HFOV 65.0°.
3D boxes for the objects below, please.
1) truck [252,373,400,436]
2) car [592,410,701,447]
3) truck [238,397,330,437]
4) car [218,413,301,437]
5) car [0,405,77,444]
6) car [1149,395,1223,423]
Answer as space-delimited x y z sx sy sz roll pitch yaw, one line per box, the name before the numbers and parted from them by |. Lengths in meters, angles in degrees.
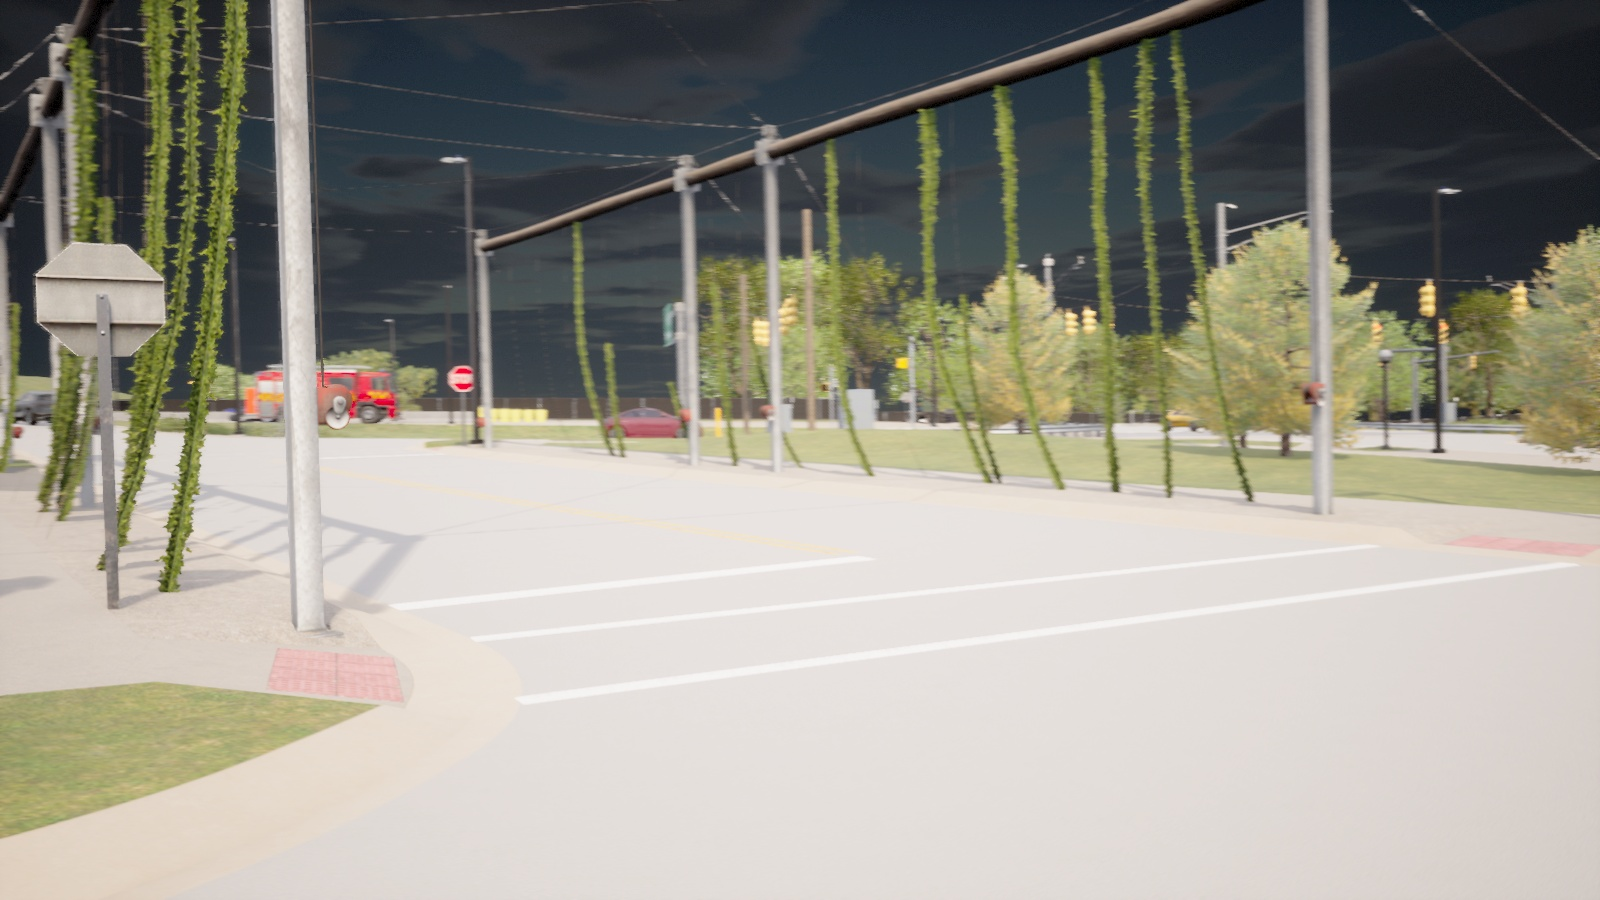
truck | -30.524 -2.915 81.178 8.468 3.827 2.891 -2 1 -11
car | -6.184 -0.879 50.316 4.181 1.385 1.994 -1 1 -11
truck | -34.473 -2.197 84.007 5.204 2.467 2.627 -2 1 -11
car | -37.405 -1.741 87.024 4.902 1.511 2.128 -2 1 -11
car | -36.132 -1.241 59.266 4.856 1.649 2.033 2 4 42
car | 22.961 -2.428 74.965 1.801 1.575 5.366 -2 1 -12
